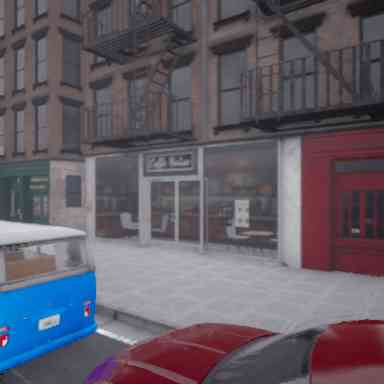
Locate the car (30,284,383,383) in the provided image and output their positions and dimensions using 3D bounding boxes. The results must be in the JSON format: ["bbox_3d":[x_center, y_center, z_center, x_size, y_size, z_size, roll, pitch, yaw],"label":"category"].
[{"bbox_3d":[1.177,1.545,1.974,4.507,1.381,1.887,0,0,35],"label":"car"}]

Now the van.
[{"bbox_3d":[-3.235,1.341,5.105,3.998,1.788,1.690,0,0,35],"label":"van"}]
